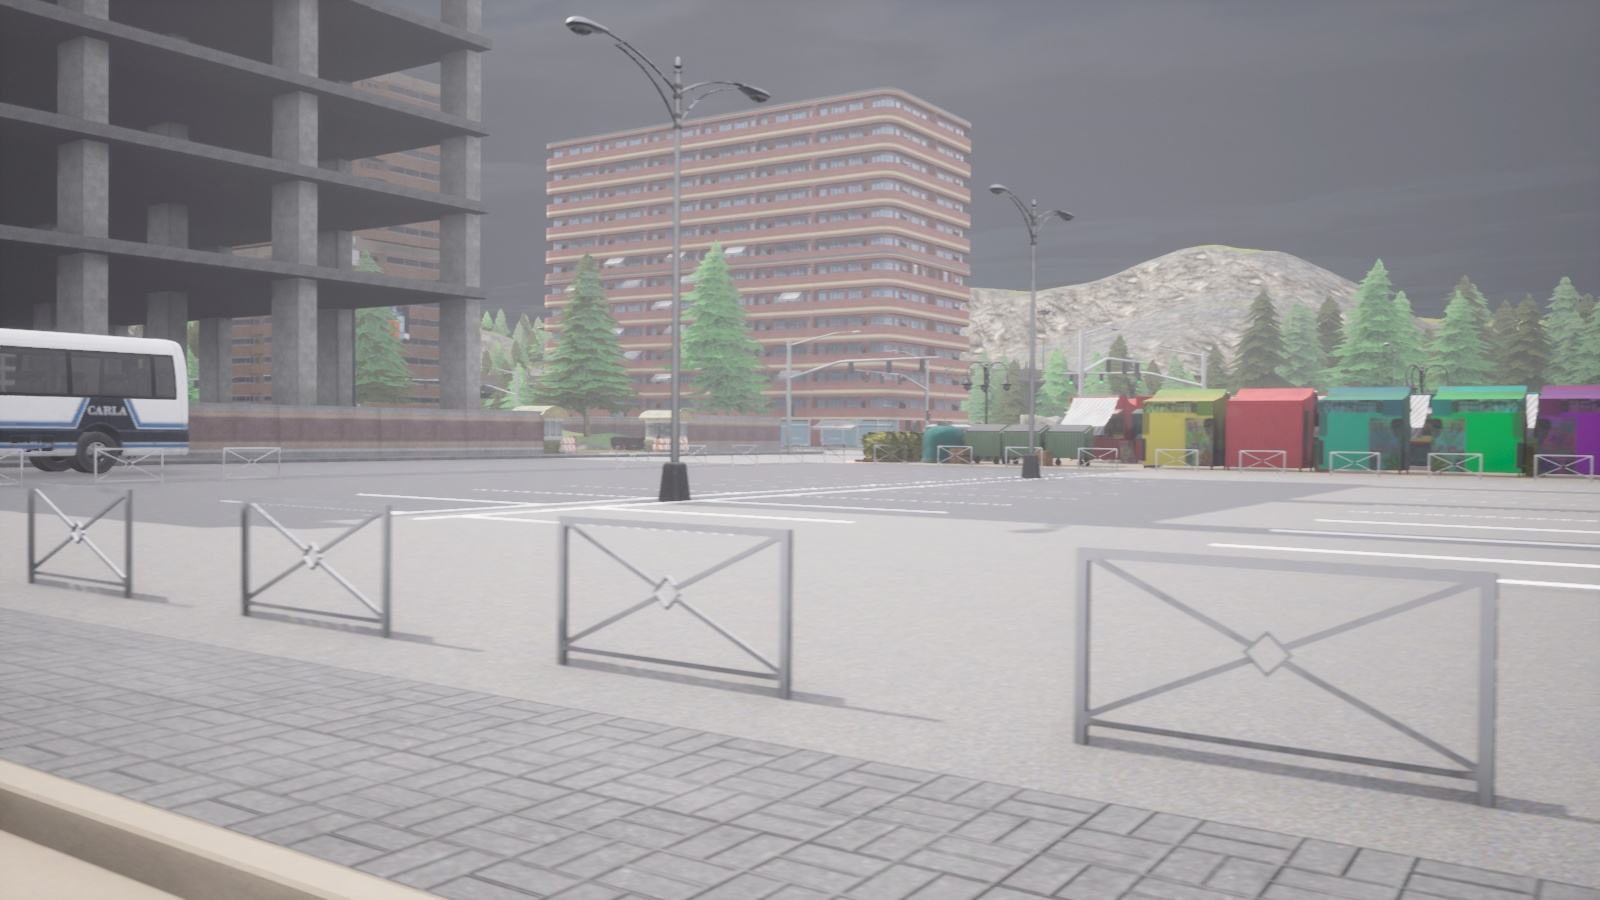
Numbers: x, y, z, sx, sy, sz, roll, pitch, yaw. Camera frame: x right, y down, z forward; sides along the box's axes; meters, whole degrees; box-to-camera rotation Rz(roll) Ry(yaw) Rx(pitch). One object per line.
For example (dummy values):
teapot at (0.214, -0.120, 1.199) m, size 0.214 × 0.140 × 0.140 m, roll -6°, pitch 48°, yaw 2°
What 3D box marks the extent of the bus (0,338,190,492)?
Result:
bus at (-23.629, -0.980, 36.146) m, size 3.944 × 4.253 × 10.273 m, roll 0°, pitch 1°, yaw 33°
